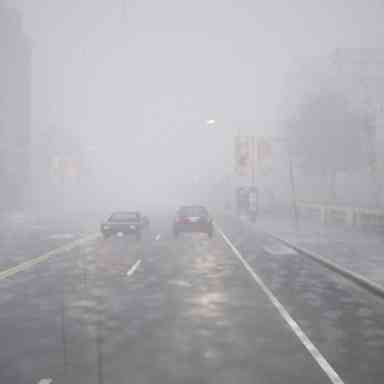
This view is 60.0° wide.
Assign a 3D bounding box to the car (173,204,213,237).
[{"bbox_3d":[0.061,1.475,19.079,2.097,1.767,4.553,0,0,0],"label":"car"}]

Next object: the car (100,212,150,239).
[{"bbox_3d":[-3.437,1.719,18.055,1.895,1.301,4.718,0,0,0],"label":"car"}]
